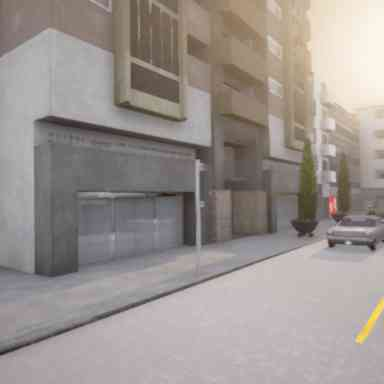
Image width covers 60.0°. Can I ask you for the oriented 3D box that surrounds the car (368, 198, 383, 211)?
[{"bbox_3d":[13.862,1.454,23.262,2.150,2.045,5.566,-2,-1,38],"label":"car"}]

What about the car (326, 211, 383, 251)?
[{"bbox_3d":[7.701,1.779,15.292,1.895,1.301,4.718,-2,-1,38],"label":"car"}]
